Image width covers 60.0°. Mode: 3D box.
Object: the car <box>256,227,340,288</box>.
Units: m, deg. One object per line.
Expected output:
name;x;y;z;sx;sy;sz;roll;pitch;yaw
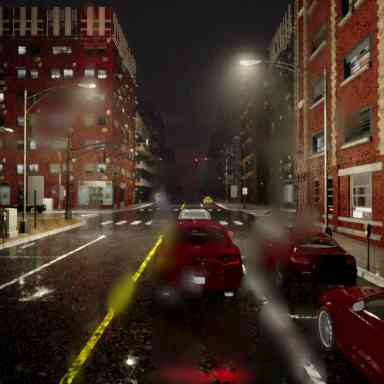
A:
car;2.853;1.584;8.924;1.802;1.307;4.206;1;0;0

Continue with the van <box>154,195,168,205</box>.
van;-5.575;1.359;58.231;1.690;1.788;3.998;1;0;0

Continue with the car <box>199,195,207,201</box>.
car;2.851;1.597;86.439;1.947;1.339;4.313;1;0;0

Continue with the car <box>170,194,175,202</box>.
car;-5.549;1.607;75.187;1.802;1.307;4.206;1;0;0

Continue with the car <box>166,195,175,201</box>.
car;-5.529;1.582;86.492;2.008;1.369;4.403;1;0;0

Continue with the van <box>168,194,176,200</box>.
van;-5.516;1.375;92.145;1.690;1.788;3.998;1;0;0

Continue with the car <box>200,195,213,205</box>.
car;2.802;1.543;58.347;1.752;1.417;4.829;1;0;0

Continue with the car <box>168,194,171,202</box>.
car;-5.569;1.602;63.883;1.802;1.307;4.206;1;0;0

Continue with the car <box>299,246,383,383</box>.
car;2.673;1.583;3.268;1.802;1.307;4.206;1;0;0

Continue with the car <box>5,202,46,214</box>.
car;-18.646;1.730;37.343;4.313;1.339;1.947;0;-1;0

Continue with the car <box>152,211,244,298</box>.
car;0.113;1.480;8.606;1.882;1.535;5.008;0;0;0

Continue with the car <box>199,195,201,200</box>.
car;2.841;1.572;80.787;1.887;1.381;4.507;1;0;0
